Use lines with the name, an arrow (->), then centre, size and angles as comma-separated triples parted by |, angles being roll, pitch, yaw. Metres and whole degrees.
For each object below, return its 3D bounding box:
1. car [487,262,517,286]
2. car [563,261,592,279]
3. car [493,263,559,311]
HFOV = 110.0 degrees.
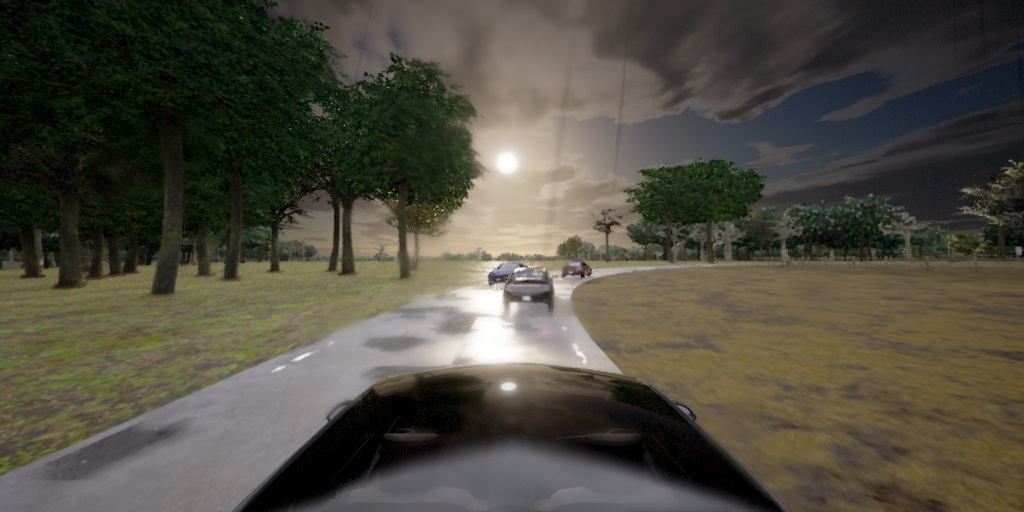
car -> -0.102, 1.166, 24.249 | 1.882, 1.535, 5.008 | 0, 0, 17
car -> 5.782, 1.170, 31.649 | 1.812, 1.442, 4.674 | 0, 0, 24
car -> 0.802, 1.207, 14.419 | 2.128, 1.511, 4.902 | 0, 0, 7
